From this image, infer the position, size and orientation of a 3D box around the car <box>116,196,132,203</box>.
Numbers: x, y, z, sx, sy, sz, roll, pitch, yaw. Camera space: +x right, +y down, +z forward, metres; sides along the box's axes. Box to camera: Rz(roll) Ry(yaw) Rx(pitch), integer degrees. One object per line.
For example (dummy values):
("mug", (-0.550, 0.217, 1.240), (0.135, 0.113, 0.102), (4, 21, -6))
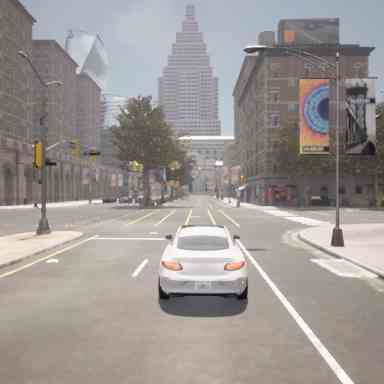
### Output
("car", (-13.459, 1.564, 67.522), (1.994, 1.385, 4.181), (0, 0, 1))

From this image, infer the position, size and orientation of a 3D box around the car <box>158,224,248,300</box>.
("car", (0.266, 1.526, 8.303), (1.812, 1.442, 4.674), (0, 0, 2))

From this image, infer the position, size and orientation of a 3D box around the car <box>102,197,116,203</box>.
("car", (-16.705, 1.595, 67.376), (1.895, 1.301, 4.718), (0, 0, 1))

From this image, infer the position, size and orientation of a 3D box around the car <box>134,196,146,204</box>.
("car", (-10.026, 1.564, 65.659), (1.994, 1.385, 4.181), (0, 0, 2))

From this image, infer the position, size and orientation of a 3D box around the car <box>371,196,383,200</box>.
("car", (36.007, 1.481, 67.556), (2.231, 1.521, 4.892), (0, 0, 1))
